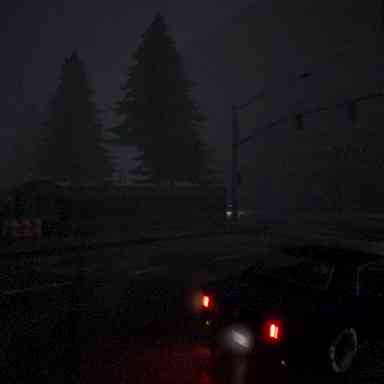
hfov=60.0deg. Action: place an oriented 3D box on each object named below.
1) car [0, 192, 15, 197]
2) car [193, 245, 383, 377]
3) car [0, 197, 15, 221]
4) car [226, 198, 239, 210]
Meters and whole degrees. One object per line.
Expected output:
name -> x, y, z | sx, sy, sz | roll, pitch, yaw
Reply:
car -> -14.900, 1.155, 25.982 | 4.605, 1.855, 1.932 | 0, 0, -35
car -> 2.434, 1.569, 5.519 | 4.718, 1.301, 1.895 | 0, 0, -35
car -> -12.867, 1.328, 21.936 | 3.988, 1.617, 1.851 | 0, 0, -35
car -> 3.343, 1.404, 38.501 | 1.837, 1.490, 4.892 | 0, 0, -35
